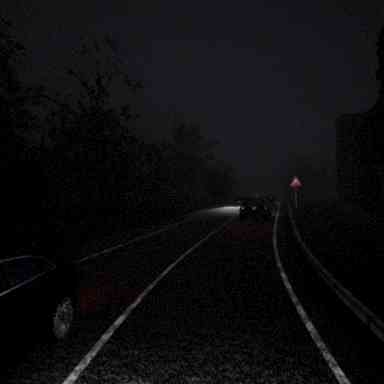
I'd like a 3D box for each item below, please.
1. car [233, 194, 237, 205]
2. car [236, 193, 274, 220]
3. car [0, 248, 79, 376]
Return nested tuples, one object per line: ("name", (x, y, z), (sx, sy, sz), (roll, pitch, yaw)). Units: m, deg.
("car", (6.646, 0.864, 44.691), (1.895, 1.301, 4.718), (-1, 1, 15))
("car", (4.903, 1.110, 25.397), (2.097, 1.767, 4.553), (-1, 1, 15))
("car", (-2.964, 1.498, 3.750), (2.128, 1.511, 4.902), (0, 0, 5))
